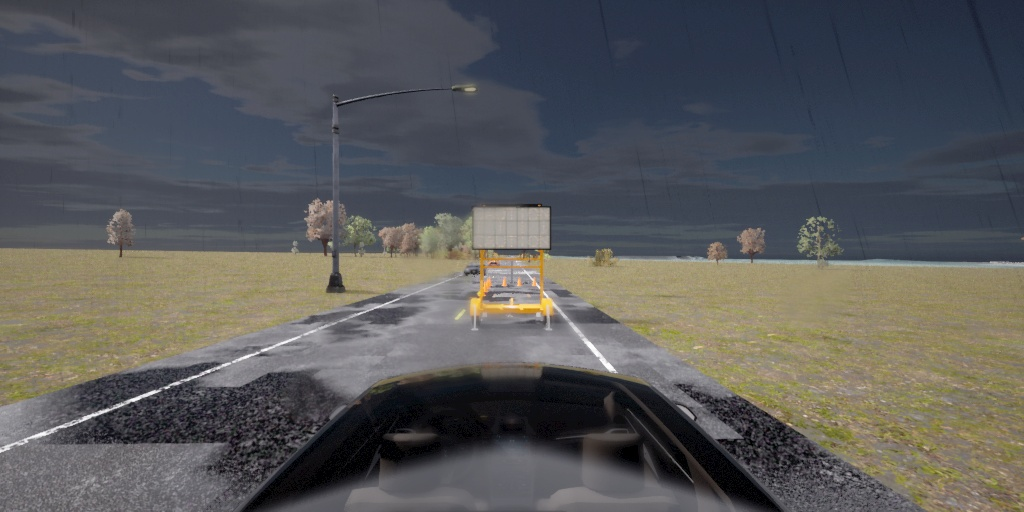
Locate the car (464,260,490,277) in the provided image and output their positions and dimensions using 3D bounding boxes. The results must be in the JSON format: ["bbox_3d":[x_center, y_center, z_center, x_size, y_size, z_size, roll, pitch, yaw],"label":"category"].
[{"bbox_3d":[-3.618,1.317,35.783,1.994,1.385,4.181,0,0,0],"label":"car"}]

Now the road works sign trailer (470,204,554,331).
[{"bbox_3d":[-0.005,0.215,11.033,2.380,3.560,2.880,0,0,0],"label":"road works sign trailer"}]
